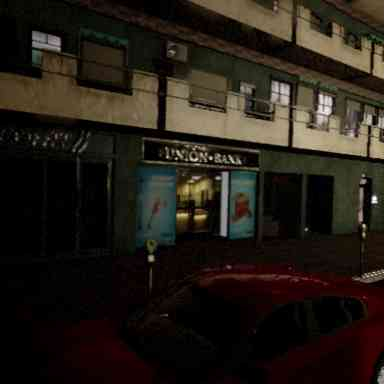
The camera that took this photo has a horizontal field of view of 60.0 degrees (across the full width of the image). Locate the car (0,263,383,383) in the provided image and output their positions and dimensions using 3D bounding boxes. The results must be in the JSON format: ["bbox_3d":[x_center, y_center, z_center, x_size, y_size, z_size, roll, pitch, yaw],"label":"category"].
[{"bbox_3d":[0.429,1.479,3.268,4.507,1.381,1.887,1,1,-34],"label":"car"}]
